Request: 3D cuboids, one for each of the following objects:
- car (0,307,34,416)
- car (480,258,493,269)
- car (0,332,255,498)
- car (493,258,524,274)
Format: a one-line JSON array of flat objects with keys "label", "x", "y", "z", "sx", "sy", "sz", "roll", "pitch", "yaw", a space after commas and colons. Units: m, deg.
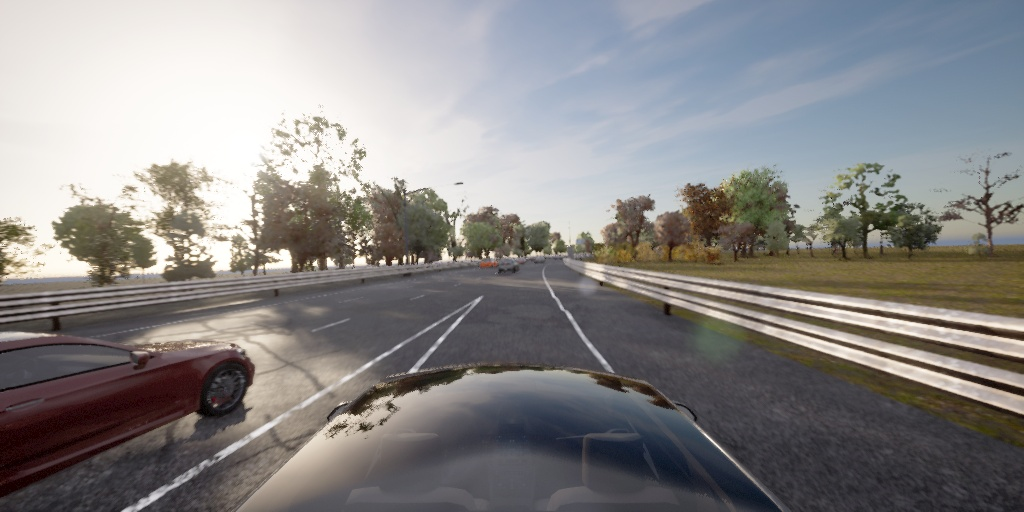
[{"label": "car", "x": -8.409, "y": 1.572, "z": 3.072, "sx": 1.837, "sy": 1.490, "sz": 4.892, "roll": -2, "pitch": 0, "yaw": 6}, {"label": "car", "x": -3.912, "y": 1.184, "z": 61.225, "sx": 2.097, "sy": 1.767, "sz": 4.553, "roll": -2, "pitch": 0, "yaw": 10}, {"label": "car", "x": -4.862, "y": 1.443, "z": 3.335, "sx": 1.812, "sy": 1.442, "sz": 4.674, "roll": -2, "pitch": 0, "yaw": 6}, {"label": "car", "x": -0.307, "y": 1.185, "z": 39.791, "sx": 2.128, "sy": 1.511, "sz": 4.902, "roll": -2, "pitch": 0, "yaw": 9}]
